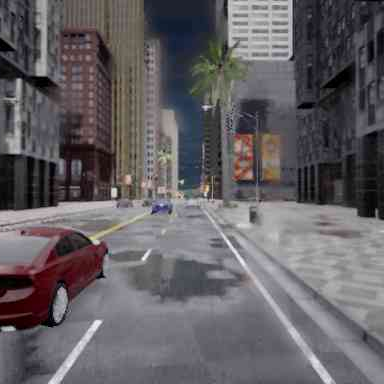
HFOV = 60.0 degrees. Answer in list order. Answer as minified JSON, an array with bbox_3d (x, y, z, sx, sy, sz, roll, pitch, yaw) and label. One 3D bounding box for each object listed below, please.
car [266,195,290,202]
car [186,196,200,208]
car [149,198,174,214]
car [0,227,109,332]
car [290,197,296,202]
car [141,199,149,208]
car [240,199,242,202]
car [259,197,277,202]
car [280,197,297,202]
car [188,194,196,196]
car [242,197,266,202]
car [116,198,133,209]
[{"bbox_3d":[20.934,1.623,82.383,5.009,1.841,2.192,0,-1,-1],"label":"car"},{"bbox_3d":[0.089,1.660,49.692,1.812,1.442,4.674,0,0,0],"label":"car"},{"bbox_3d":[-3.159,1.425,36.654,2.097,1.767,4.553,0,0,0],"label":"car"},{"bbox_3d":[-3.152,1.482,7.035,1.882,1.535,5.008,0,0,0],"label":"car"},{"bbox_3d":[26.572,1.856,82.468,4.313,1.339,1.947,0,-1,-1],"label":"car"},{"bbox_3d":[-6.561,1.710,51.365,1.994,1.385,4.181,0,0,1],"label":"car"},{"bbox_3d":[15.164,2.048,90.813,4.313,1.339,1.947,0,-1,-1],"label":"car"},{"bbox_3d":[20.803,2.028,90.902,4.313,1.339,1.947,0,-1,-1],"label":"car"},{"bbox_3d":[26.442,2.027,90.991,4.206,1.307,1.802,0,-1,-1],"label":"car"},{"bbox_3d":[-0.010,1.494,67.828,2.150,2.045,5.566,0,-1,0],"label":"car"},{"bbox_3d":[15.296,1.910,82.290,4.206,1.307,1.802,0,-1,-1],"label":"car"},{"bbox_3d":[-9.836,1.633,48.821,1.837,1.490,4.892,0,0,0],"label":"car"}]
